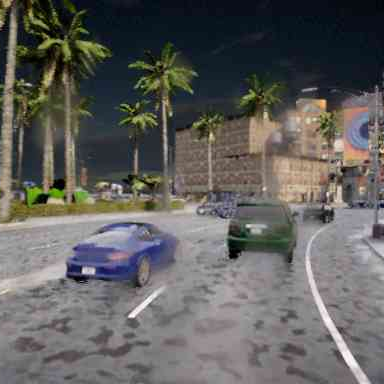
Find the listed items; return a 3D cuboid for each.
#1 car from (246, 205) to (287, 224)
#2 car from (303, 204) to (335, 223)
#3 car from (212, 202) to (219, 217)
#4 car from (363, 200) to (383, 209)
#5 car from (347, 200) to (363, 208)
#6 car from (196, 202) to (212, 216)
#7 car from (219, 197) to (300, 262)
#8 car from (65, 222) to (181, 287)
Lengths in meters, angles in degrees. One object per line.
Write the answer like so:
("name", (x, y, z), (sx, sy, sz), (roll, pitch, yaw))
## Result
("car", (6.407, 1.857, 28.195), (1.895, 1.301, 4.718), (0, 0, 32))
("car", (11.003, 1.802, 28.731), (1.837, 1.490, 4.892), (0, -1, 34))
("car", (4.578, 1.491, 32.104), (2.150, 2.045, 5.566), (0, -1, 35))
("car", (33.506, 2.177, 60.367), (5.008, 1.535, 1.882), (1, -1, -40))
("car", (31.234, 2.178, 63.030), (5.008, 1.535, 1.882), (1, -1, -40))
("car", (2.328, 1.762, 34.864), (2.128, 1.511, 4.902), (0, -1, 35))
("car", (2.887, 1.340, 12.921), (2.150, 2.045, 5.566), (0, 0, 19))
("car", (-1.704, 1.581, 9.529), (1.812, 1.442, 4.674), (0, 0, 14))
